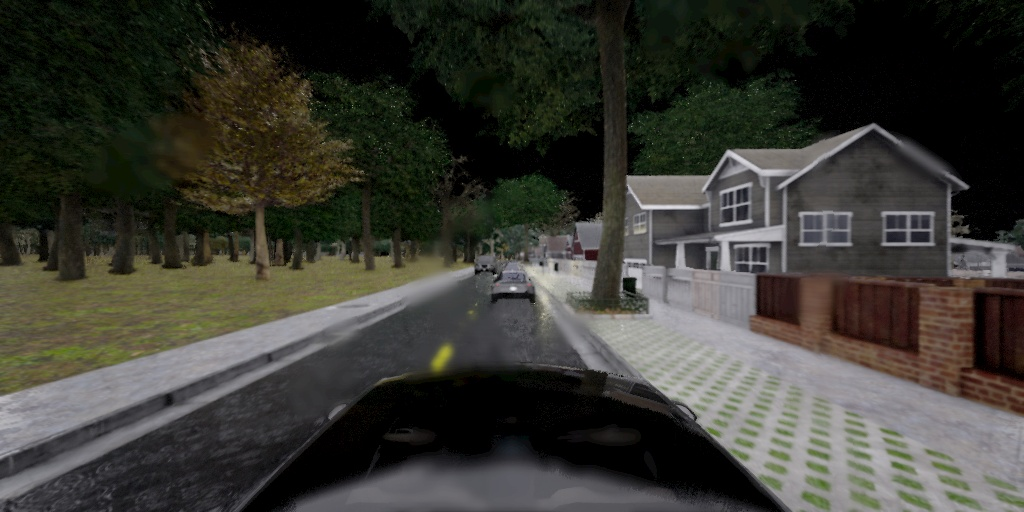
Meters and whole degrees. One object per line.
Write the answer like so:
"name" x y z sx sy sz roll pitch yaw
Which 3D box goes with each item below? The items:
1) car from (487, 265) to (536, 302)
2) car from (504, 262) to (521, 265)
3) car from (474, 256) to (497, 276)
"car" 0.064 1.328 16.984 1.994 1.385 4.181 0 0 0
"car" 0.066 1.327 36.937 1.994 1.385 4.181 0 0 0
"car" -2.775 0.987 38.726 2.150 2.045 5.566 0 0 0
